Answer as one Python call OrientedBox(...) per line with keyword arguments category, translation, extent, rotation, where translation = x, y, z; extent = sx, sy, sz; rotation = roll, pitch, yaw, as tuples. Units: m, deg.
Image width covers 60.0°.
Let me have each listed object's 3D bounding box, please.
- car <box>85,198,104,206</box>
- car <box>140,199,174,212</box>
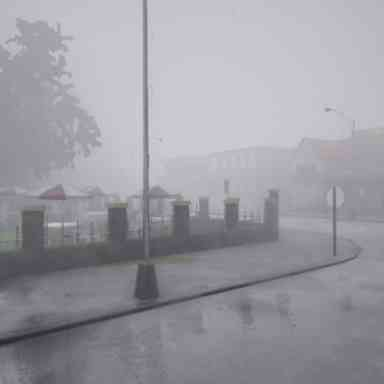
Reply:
OrientedBox(category="car", translation=(-15.038, 1.432, 51.211), extent=(2.033, 1.411, 5.357), rotation=(0, 0, -35))
OrientedBox(category="car", translation=(-3.755, 1.370, 35.205), extent=(2.128, 1.511, 4.902), rotation=(0, 0, -35))
